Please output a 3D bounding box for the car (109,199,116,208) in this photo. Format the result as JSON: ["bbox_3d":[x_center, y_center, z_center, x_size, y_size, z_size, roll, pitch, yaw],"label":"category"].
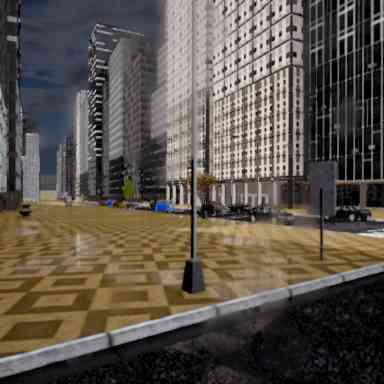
[{"bbox_3d":[-15.940,2.711,71.581,1.887,1.381,4.507,-1,-1,-26],"label":"car"}]

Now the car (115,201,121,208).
[{"bbox_3d":[-13.408,2.583,66.370,1.752,1.417,4.829,-1,-1,-26],"label":"car"}]

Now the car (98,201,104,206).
[{"bbox_3d":[-23.316,3.031,86.754,1.887,1.381,4.507,-1,-1,-26],"label":"car"}]

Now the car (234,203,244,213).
[{"bbox_3d":[6.351,2.146,44.895,1.947,1.339,4.313,-1,-1,-26],"label":"car"}]

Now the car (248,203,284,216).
[{"bbox_3d":[8.810,2.046,39.836,1.947,1.339,4.313,-1,-1,-26],"label":"car"}]

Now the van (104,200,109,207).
[{"bbox_3d":[-18.402,2.614,76.640,1.690,1.788,3.998,-1,-1,-26],"label":"van"}]

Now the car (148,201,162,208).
[{"bbox_3d":[-8.403,2.783,75.244,1.802,1.307,4.206,-1,-1,-26],"label":"car"}]

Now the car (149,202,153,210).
[{"bbox_3d":[-5.810,2.397,56.921,1.837,1.490,4.892,0,-1,-26],"label":"car"}]

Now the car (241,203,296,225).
[{"bbox_3d":[6.191,1.799,26.056,2.008,1.369,4.403,-1,-1,-26],"label":"car"}]

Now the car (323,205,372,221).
[{"bbox_3d":[13.728,1.833,29.720,2.008,1.369,4.403,-1,-1,-26],"label":"car"}]

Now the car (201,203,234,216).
[{"bbox_3d":[2.639,2.022,39.320,1.812,1.442,4.674,0,-1,-26],"label":"car"}]

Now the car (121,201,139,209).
[{"bbox_3d":[-11.022,2.507,61.464,2.008,1.369,4.403,-1,-1,-26],"label":"car"}]

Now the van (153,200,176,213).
[{"bbox_3d":[-3.649,1.988,46.292,1.690,1.788,3.998,-1,-1,-26],"label":"van"}]
